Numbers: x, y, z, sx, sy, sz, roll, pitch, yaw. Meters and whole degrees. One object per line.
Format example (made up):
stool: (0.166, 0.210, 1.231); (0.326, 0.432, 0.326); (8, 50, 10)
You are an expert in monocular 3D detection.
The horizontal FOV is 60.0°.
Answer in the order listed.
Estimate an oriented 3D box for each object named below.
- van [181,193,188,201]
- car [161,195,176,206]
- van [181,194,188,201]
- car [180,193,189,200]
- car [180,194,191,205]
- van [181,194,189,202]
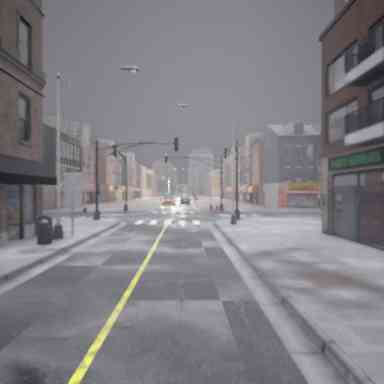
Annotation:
van: (-1.874, 1.272, 84.836); (1.690, 1.788, 3.998); (0, 0, -1)
car: (-3.654, 1.302, 52.035); (2.097, 1.767, 4.553); (0, 0, -1)
van: (-1.728, 1.273, 79.232); (1.690, 1.788, 3.998); (0, 0, -1)
car: (-2.021, 1.246, 90.439); (2.192, 1.841, 5.009); (0, 0, -1)
car: (-1.142, 1.512, 56.818); (1.947, 1.339, 4.313); (0, 0, -1)
van: (-1.582, 1.275, 73.628); (1.690, 1.788, 3.998); (0, 0, -1)
